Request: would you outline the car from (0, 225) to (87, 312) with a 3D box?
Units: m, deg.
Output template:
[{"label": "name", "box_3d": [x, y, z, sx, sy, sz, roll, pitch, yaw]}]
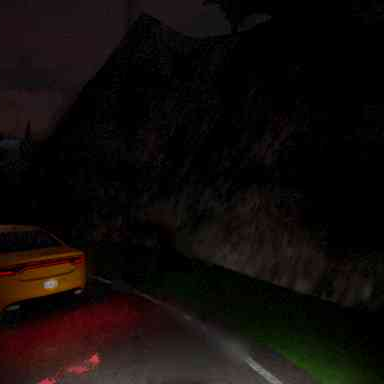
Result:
[{"label": "car", "box_3d": [-4.347, 1.478, 7.518, 5.008, 1.535, 1.882, 0, 0, 42]}]
